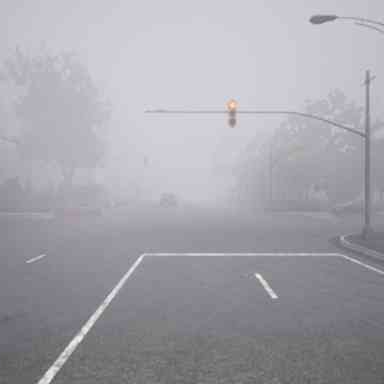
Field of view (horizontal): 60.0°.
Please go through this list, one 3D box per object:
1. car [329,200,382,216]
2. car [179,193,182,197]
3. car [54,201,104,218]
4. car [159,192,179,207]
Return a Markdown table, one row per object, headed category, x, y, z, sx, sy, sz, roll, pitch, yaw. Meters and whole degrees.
| category | x | y | z | sx | sy | sz | roll | pitch | yaw |
| --- | --- | --- | --- | --- | --- | --- | --- | --- | --- |
| car | 15.258 | 1.487 | 31.127 | 4.674 | 1.442 | 1.812 | 0 | 0 | -3 |
| car | -3.575 | 1.391 | 67.008 | 2.033 | 1.411 | 5.357 | 0 | 0 | -1 |
| car | -10.087 | 1.521 | 29.749 | 4.181 | 1.385 | 1.994 | 0 | 0 | -3 |
| car | -3.500 | 1.145 | 48.822 | 2.150 | 2.045 | 5.566 | 0 | 0 | 1 |
